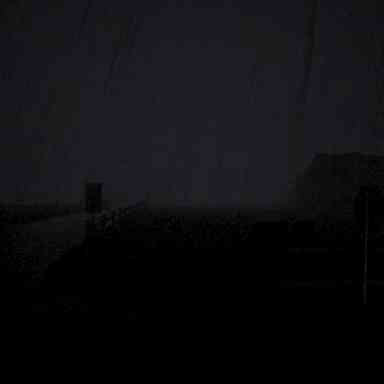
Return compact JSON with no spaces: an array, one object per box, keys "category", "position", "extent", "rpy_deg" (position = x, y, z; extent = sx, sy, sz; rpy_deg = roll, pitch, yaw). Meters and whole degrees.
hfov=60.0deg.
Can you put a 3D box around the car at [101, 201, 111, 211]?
[{"category":"car","position":[-13.690,2.104,51.507],"extent":[2.033,1.411,5.357],"rpy_deg":[1,-1,-6]}]
